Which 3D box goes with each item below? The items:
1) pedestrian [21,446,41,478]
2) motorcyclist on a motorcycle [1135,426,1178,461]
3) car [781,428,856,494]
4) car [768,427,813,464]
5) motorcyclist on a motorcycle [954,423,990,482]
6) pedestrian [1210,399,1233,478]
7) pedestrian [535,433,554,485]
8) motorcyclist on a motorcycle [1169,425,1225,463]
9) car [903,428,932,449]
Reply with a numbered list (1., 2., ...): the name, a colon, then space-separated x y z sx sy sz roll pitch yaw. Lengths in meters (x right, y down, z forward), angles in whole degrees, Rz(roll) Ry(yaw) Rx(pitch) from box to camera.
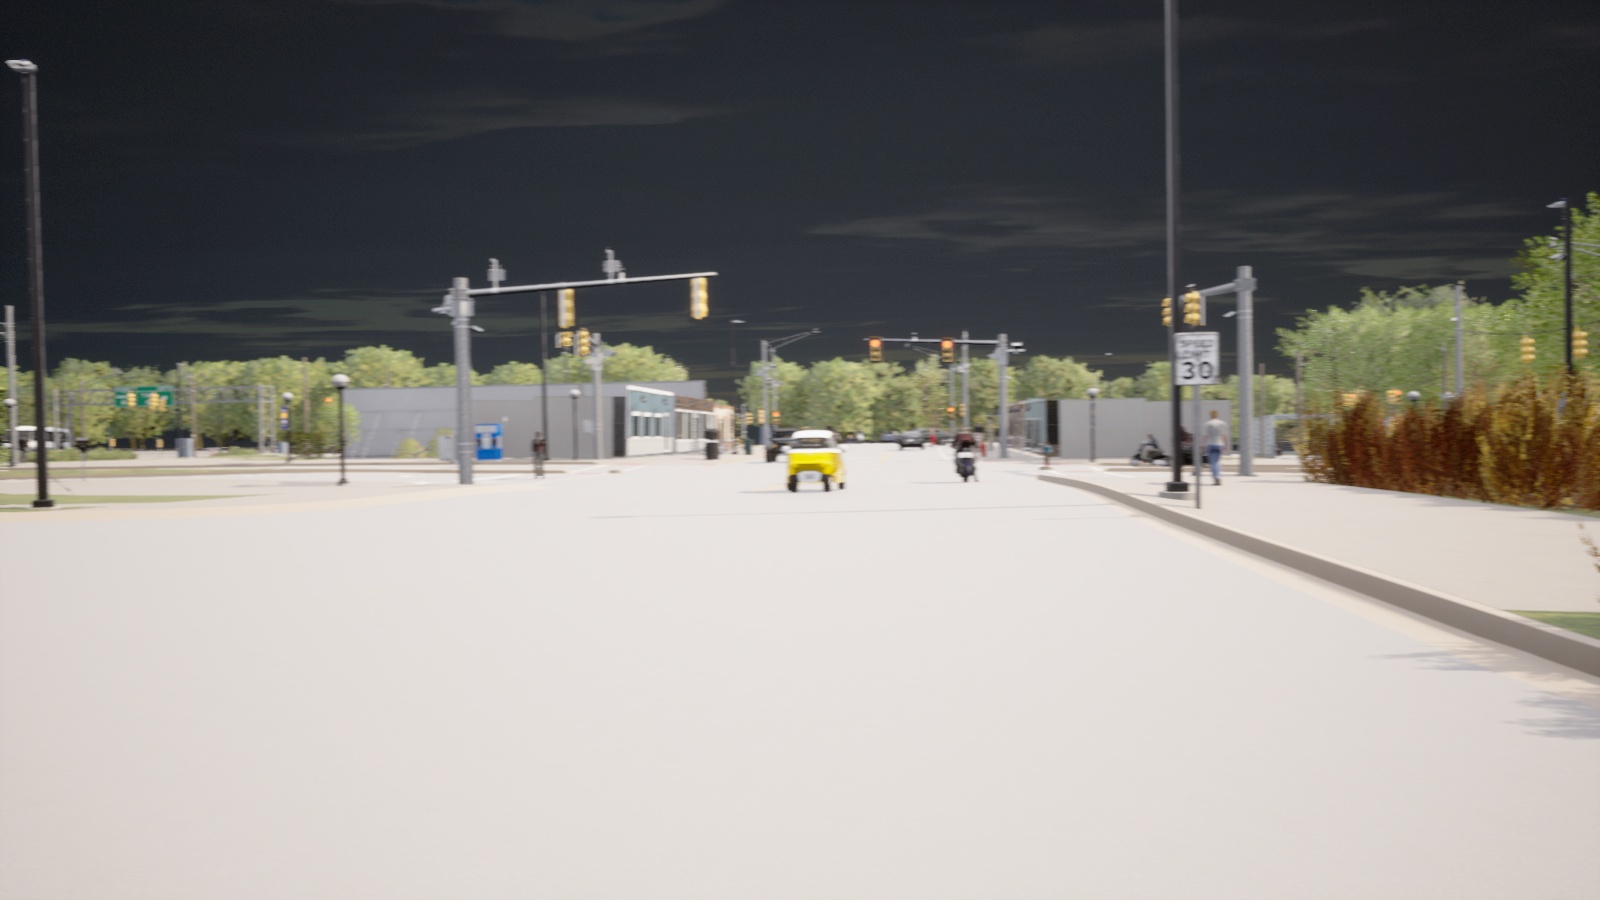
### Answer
1. pedestrian: -46.403 0.698 75.760 0.563 1.883 0.849 -2 1 3
2. motorcyclist on a motorcycle: 16.538 -0.304 58.331 1.817 1.590 0.866 0 0 8
3. car: 0.448 0.223 28.271 1.481 1.376 2.207 -2 0 5
4. car: -0.499 -0.276 69.954 1.905 1.878 3.866 -2 2 7
5. motorcyclist on a motorcycle: 4.633 0.069 33.903 0.866 1.530 2.191 -2 0 6
6. pedestrian: 9.938 -0.281 29.605 0.354 1.836 0.706 -2 1 9
7. pedestrian: -9.594 0.332 47.181 0.402 1.930 0.666 -2 1 7
8. motorcyclist on a motorcycle: 16.079 -0.243 50.898 2.044 1.523 0.797 0 1 1
9. car: 9.151 -0.919 98.216 2.163 1.488 4.792 -2 1 5
